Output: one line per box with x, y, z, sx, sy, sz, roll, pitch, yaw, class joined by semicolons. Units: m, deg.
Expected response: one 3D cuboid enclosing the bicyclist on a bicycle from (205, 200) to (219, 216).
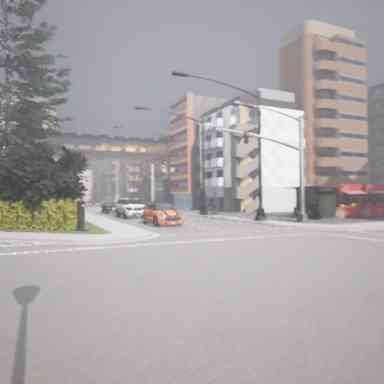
2.058;1.614;34.060;1.656;1.620;0.582;-1;-1;-25;bicyclist on a bicycle

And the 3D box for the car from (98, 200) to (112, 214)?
-10.717;2.053;43.958;2.128;1.511;4.902;0;-1;-25;car

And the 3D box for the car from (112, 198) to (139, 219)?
-6.359;1.638;34.471;2.150;2.045;5.566;0;-1;-25;car

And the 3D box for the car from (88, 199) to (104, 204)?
-23.468;2.373;81.353;4.536;1.218;1.853;-1;-1;45;car

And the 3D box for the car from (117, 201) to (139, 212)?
-9.892;2.167;50.953;2.033;1.411;5.357;0;-1;-25;car

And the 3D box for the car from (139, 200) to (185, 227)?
-2.257;1.633;25.557;2.097;1.767;4.553;0;-1;-25;car

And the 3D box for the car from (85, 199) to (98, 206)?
-23.429;2.530;81.315;4.974;1.542;2.038;-1;-1;45;car
